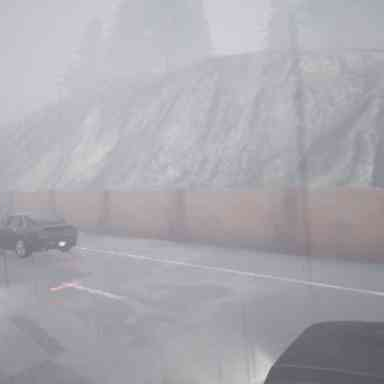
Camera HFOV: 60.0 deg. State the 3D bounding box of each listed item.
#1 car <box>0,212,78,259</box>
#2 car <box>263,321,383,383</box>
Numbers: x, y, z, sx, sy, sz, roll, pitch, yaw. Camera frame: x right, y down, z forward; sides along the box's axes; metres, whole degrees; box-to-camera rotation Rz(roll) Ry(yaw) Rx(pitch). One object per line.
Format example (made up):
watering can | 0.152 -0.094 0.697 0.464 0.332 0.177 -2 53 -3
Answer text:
car | -6.445 1.551 12.890 4.892 1.490 1.837 -1 0 36
car | 3.069 1.542 1.802 5.357 1.411 2.033 0 0 36
